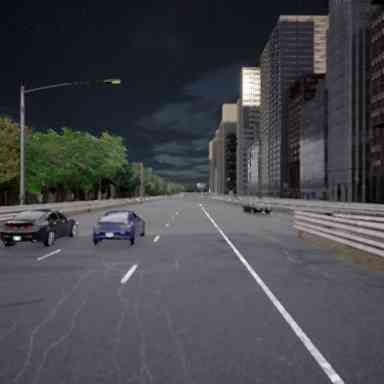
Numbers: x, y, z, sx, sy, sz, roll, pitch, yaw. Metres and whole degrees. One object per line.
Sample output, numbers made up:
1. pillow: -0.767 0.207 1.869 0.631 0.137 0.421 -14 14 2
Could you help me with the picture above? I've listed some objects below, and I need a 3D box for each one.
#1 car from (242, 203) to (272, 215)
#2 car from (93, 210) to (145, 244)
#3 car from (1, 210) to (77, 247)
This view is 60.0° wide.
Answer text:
1. car: 7.138 1.834 37.240 1.895 1.301 4.718 0 0 -10
2. car: -3.422 1.617 16.118 1.812 1.442 4.674 0 0 0
3. car: -6.929 1.593 15.602 1.837 1.490 4.892 0 0 0
